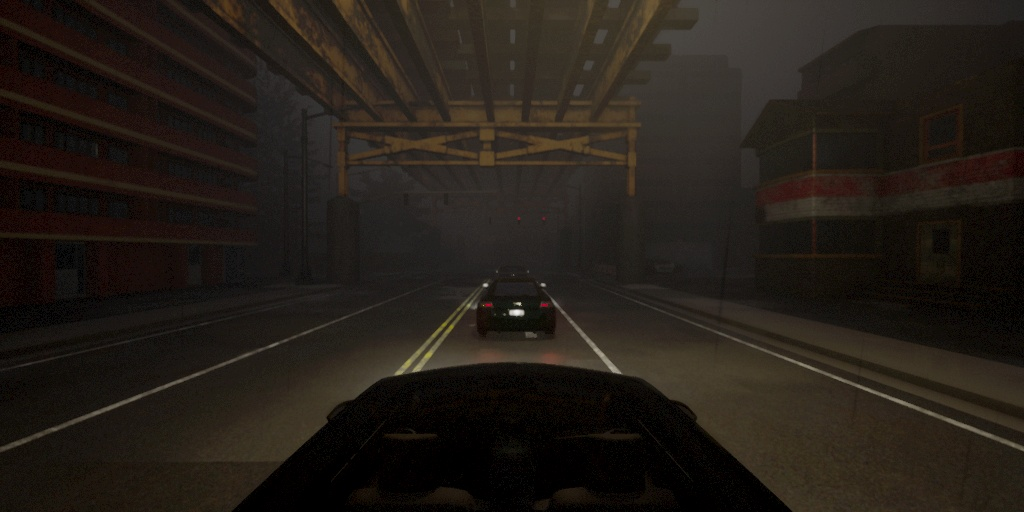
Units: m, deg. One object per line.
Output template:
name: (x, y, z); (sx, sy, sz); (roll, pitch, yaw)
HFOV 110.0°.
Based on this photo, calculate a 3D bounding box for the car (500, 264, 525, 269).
car: (0.030, 1.168, 20.635); (2.033, 1.411, 5.357); (0, 0, 0)

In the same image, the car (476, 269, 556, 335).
car: (0.077, 1.262, 10.291); (1.994, 1.385, 4.181); (0, 0, -1)
